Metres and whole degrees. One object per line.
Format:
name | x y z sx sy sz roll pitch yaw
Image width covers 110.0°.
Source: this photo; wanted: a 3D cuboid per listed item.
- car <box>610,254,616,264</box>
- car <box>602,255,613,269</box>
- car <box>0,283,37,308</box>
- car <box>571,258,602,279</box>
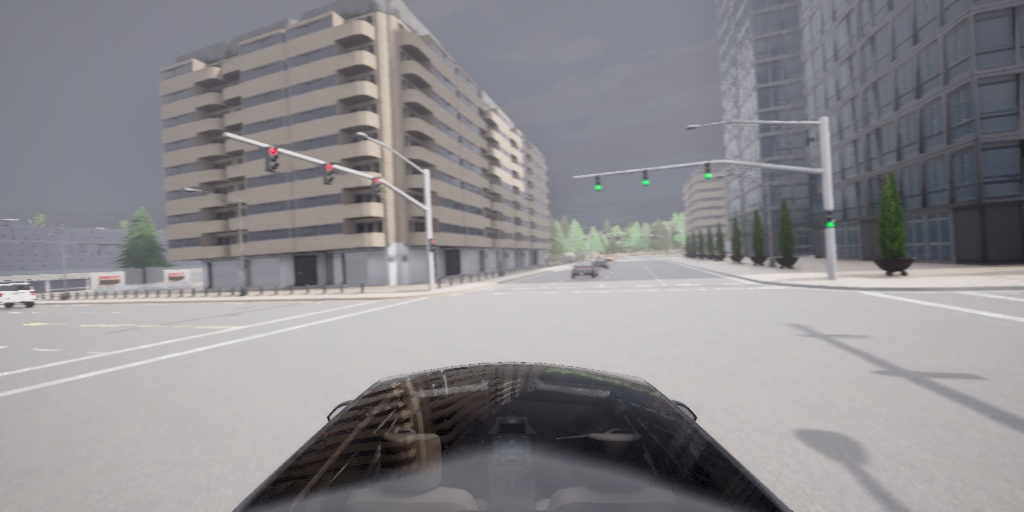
car | 16.369 0.486 60.130 1.882 1.535 5.008 -3 0 19
car | 11.113 0.939 44.844 2.033 1.411 5.357 -3 0 19
car | -41.340 3.300 29.020 5.566 2.045 2.150 -3 0 19
car | 6.225 1.091 30.381 1.812 1.442 4.674 -3 0 19
